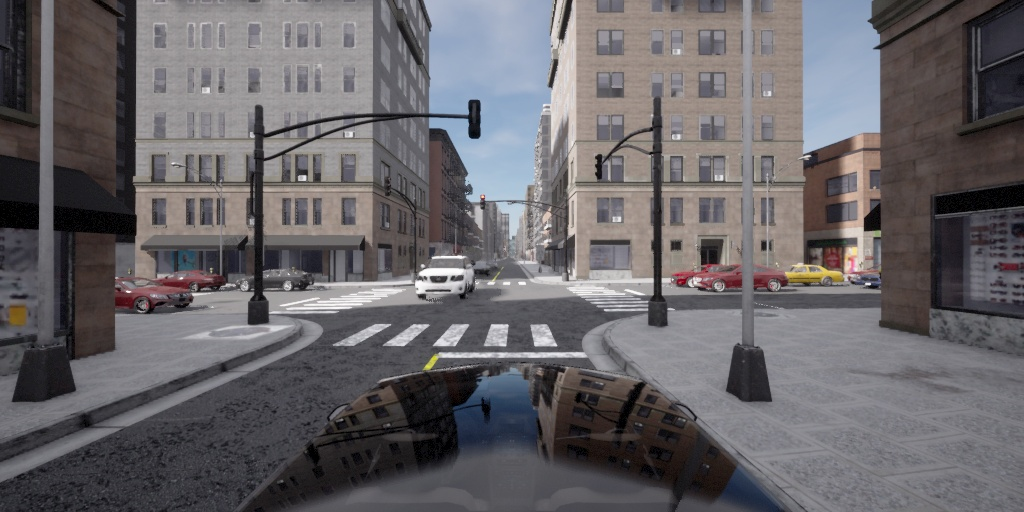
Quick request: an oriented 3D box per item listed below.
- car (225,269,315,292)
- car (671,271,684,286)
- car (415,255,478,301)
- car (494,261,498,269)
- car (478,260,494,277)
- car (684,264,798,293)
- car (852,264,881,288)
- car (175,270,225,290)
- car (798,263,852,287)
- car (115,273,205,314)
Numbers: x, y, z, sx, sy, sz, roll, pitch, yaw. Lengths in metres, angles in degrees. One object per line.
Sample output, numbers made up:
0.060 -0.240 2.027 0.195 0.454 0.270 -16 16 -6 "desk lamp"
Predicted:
-14.631 1.458 22.200 4.403 1.370 2.007 0 0 0 "car"
12.132 1.190 22.027 4.507 1.381 1.888 0 0 0 "car"
-3.120 0.977 17.803 2.150 2.045 5.566 0 0 -1 "car"
-3.125 1.308 53.334 1.895 1.301 4.718 0 0 0 "car"
-3.123 1.215 35.579 1.882 1.535 5.008 0 0 0 "car"
12.188 1.157 19.272 4.674 1.442 1.812 -1 0 1 "car"
21.774 1.087 19.208 5.357 1.411 2.033 -1 0 1 "car"
-20.159 1.545 22.236 4.207 1.307 1.802 0 0 0 "car"
17.454 1.117 21.993 4.829 1.417 1.751 0 0 0 "car"
-14.660 1.451 13.674 4.207 1.307 1.802 0 0 0 "car"
